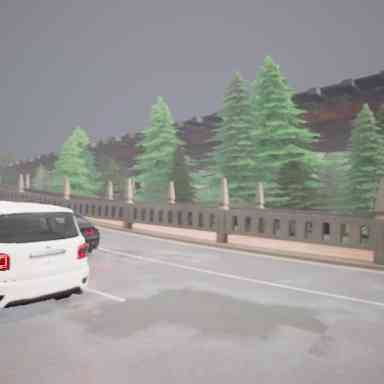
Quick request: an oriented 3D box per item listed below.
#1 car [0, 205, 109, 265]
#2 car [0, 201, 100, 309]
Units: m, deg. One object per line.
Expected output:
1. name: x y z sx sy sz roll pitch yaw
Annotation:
1. car: -5.452 1.410 12.409 4.892 1.490 1.837 4 1 37
2. car: -4.586 1.185 7.335 5.566 2.045 2.150 3 0 38
